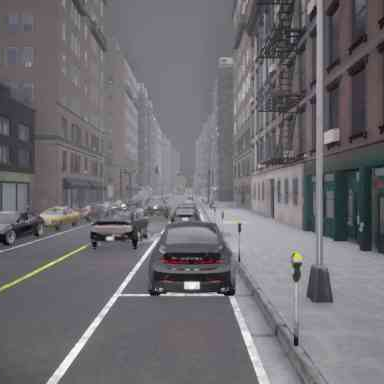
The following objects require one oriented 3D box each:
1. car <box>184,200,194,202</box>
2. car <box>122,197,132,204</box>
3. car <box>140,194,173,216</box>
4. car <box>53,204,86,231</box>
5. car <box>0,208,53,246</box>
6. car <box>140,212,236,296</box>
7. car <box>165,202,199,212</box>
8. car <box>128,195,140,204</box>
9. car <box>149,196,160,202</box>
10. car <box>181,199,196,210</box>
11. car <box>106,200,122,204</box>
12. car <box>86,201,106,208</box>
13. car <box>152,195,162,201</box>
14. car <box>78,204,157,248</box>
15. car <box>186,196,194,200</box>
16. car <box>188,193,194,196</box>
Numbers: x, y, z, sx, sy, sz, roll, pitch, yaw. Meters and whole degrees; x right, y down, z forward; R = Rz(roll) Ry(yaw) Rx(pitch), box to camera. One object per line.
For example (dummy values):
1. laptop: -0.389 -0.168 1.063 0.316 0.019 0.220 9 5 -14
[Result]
1. car: -0.383 1.565 26.185 1.947 1.339 4.313 0 0 0
2. car: -8.408 1.545 37.020 2.008 1.369 4.403 0 0 0
3. car: -3.017 1.348 29.454 2.097 1.767 4.553 0 0 0
4. car: -8.408 1.525 20.611 1.752 1.417 4.829 0 0 0
5. car: -8.408 1.566 15.368 1.947 1.339 4.313 0 0 0
6. car: 0.000 1.504 8.650 1.837 1.490 4.892 0 0 0
7. car: -0.383 1.566 20.772 1.947 1.339 4.313 0 0 0
8. car: -8.408 1.302 47.845 2.192 1.841 5.009 0 0 0
9. car: -8.408 1.521 74.308 2.008 1.369 4.403 0 0 0
10. car: -0.383 1.572 42.423 1.802 1.307 4.206 0 0 0
11. car: -8.408 1.548 31.607 2.008 1.369 4.403 0 0 0
12. car: -8.408 1.581 26.194 1.802 1.307 4.206 0 0 0
13. car: -8.408 1.510 79.763 1.887 1.381 4.507 0 0 0
14. car: -3.017 1.492 14.675 2.128 1.511 4.902 0 0 0
15. car: -0.383 1.519 37.181 1.752 1.417 4.829 0 0 0
16. car: -0.382 1.395 90.663 1.967 1.590 4.097 0 0 0
